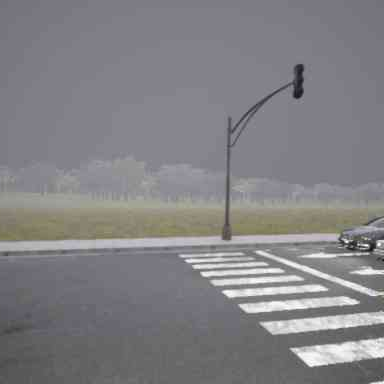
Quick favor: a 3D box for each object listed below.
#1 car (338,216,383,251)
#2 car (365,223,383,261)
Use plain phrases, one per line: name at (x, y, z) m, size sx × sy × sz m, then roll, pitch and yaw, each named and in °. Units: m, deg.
car at (8.314, 1.681, 13.478) m, size 4.892 × 1.490 × 1.837 m, roll 0°, pitch -1°, yaw -15°
car at (7.990, 1.700, 10.027) m, size 4.718 × 1.301 × 1.895 m, roll 0°, pitch -1°, yaw -15°
